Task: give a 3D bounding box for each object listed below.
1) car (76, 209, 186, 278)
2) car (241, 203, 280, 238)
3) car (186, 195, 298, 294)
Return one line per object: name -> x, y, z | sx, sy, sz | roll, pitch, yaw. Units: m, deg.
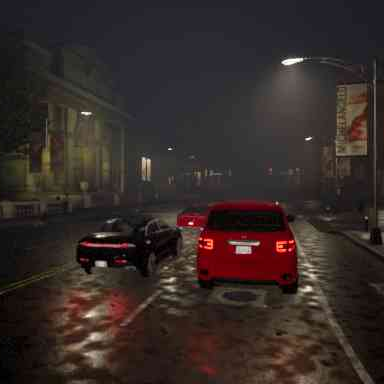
car -> -1.638, 1.491, 10.261 | 2.128, 1.511, 4.902 | 0, 0, 12
car -> 3.962, 1.478, 18.744 | 1.882, 1.535, 5.008 | 0, 0, 14
car -> 1.602, 1.221, 9.084 | 2.150, 2.045, 5.566 | 0, 0, 13
